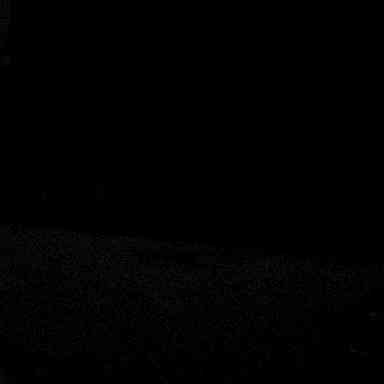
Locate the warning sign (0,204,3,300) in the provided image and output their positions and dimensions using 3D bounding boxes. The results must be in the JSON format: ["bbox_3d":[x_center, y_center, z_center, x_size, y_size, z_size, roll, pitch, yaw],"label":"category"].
[{"bbox_3d":[-4.507,1.175,6.279,1.060,1.860,1.300,-1,0,35],"label":"warning sign"}]
